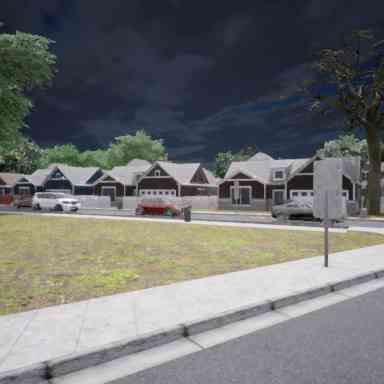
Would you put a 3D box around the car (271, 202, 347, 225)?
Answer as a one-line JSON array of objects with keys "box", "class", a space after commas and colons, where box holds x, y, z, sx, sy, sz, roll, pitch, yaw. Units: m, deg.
[{"box": [7.845, 1.430, 22.610, 4.902, 1.511, 2.128, 0, 0, 30], "class": "car"}]

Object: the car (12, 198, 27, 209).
[{"box": [-19.555, 1.367, 40.744, 5.357, 1.411, 2.033, 0, 0, 28], "class": "car"}]

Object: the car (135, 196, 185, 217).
[{"box": [-2.575, 1.241, 28.553, 4.553, 1.767, 2.097, 0, 0, 29], "class": "car"}]

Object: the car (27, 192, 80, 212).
[{"box": [-14.237, 1.060, 34.750, 5.566, 2.045, 2.150, 0, 0, 28], "class": "car"}]
